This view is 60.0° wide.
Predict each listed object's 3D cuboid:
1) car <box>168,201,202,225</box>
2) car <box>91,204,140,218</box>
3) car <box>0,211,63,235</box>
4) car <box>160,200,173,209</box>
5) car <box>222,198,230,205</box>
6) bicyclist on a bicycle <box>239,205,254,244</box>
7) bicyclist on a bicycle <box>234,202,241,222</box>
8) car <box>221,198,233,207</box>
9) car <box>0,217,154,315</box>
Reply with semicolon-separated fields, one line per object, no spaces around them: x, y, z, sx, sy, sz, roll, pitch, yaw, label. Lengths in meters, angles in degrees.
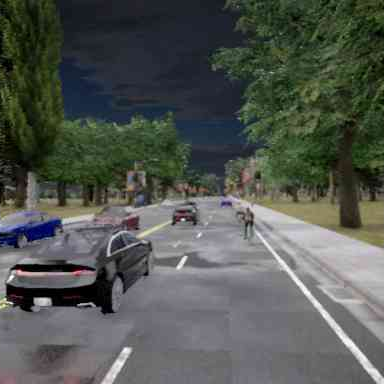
-0.395;1.710;25.955;1.837;1.490;4.892;-1;0;6;car
-4.492;1.571;19.612;2.097;1.767;4.553;-1;0;6;car
-8.106;1.724;16.069;1.882;1.535;5.008;-1;0;6;car
-4.095;2.021;56.382;1.812;1.442;4.674;-1;0;6;car
7.459;1.979;73.371;1.812;1.442;4.674;-1;0;6;car
2.615;1.532;15.318;0.582;1.620;1.656;-1;-1;6;bicyclist on a bicycle
3.608;1.575;25.178;0.866;1.612;1.509;-1;0;5;bicyclist on a bicycle
6.019;1.832;57.793;1.882;1.535;5.008;-1;0;6;car
-2.189;1.586;7.825;2.128;1.511;4.902;-1;0;6;car
